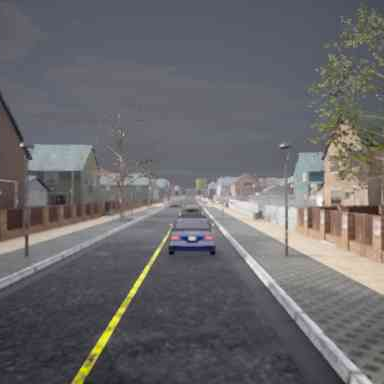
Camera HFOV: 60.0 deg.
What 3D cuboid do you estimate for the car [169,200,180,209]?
[{"bbox_3d":[-2.741,2.080,56.468,1.994,1.385,4.181,0,-1,0],"label":"car"}]

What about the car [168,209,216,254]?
[{"bbox_3d":[0.004,1.681,14.012,2.033,1.411,5.357,0,-1,0],"label":"car"}]

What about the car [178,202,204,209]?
[{"bbox_3d":[0.010,1.782,29.335,1.837,1.490,4.892,0,0,0],"label":"car"}]
